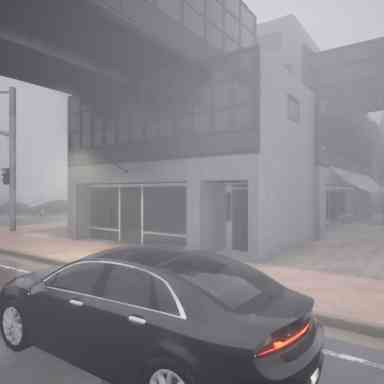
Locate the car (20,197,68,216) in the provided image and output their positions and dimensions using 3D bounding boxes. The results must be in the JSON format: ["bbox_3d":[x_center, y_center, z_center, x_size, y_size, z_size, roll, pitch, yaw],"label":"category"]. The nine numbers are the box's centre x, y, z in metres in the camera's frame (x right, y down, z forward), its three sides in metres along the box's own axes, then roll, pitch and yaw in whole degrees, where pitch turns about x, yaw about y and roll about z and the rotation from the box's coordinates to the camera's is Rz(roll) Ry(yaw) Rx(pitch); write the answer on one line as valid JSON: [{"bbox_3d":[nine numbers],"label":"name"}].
[{"bbox_3d":[-14.000,1.505,33.205,1.837,1.490,4.892,0,0,36],"label":"car"}]

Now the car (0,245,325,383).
[{"bbox_3d":[-0.809,1.505,4.569,4.892,1.490,1.837,0,0,36],"label":"car"}]

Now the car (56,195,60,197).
[{"bbox_3d":[-29.522,1.364,72.196,3.905,1.438,1.784,0,0,35],"label":"car"}]

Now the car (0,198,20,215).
[{"bbox_3d":[-18.377,1.564,33.151,1.994,1.385,4.181,0,0,36],"label":"car"}]

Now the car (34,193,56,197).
[{"bbox_3d":[-31.249,1.153,69.870,4.605,1.855,1.932,0,0,35],"label":"car"}]
